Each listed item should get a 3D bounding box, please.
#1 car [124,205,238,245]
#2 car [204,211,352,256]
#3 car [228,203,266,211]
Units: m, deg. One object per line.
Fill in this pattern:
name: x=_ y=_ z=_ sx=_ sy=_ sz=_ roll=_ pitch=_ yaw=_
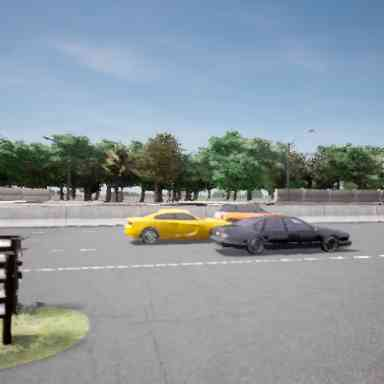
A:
car: x=-0.640 y=1.565 z=15.729 sx=5.008 sy=1.535 sz=1.882 roll=0 pitch=-1 yaw=-12
car: x=3.401 y=1.606 z=13.009 sx=5.357 sy=1.411 sz=2.033 roll=0 pitch=-1 yaw=-12
car: x=3.572 y=1.512 z=20.205 sx=4.553 sy=1.767 sz=2.097 roll=0 pitch=-1 yaw=-12
